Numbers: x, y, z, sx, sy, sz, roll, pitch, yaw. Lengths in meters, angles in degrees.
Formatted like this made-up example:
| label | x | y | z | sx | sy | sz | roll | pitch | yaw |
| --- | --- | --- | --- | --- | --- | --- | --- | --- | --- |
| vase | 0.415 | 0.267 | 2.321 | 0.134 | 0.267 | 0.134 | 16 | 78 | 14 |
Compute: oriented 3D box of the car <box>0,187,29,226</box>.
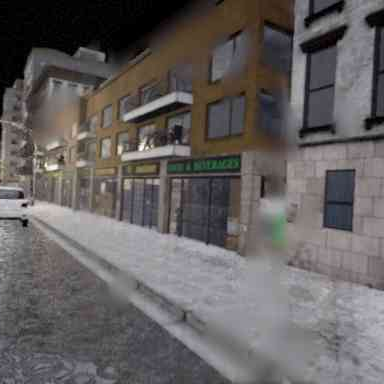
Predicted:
| label | x | y | z | sx | sy | sz | roll | pitch | yaw |
| --- | --- | --- | --- | --- | --- | --- | --- | --- | --- |
| car | -10.487 | 0.700 | 18.563 | 2.150 | 2.045 | 5.566 | 3 | 0 | -32 |
